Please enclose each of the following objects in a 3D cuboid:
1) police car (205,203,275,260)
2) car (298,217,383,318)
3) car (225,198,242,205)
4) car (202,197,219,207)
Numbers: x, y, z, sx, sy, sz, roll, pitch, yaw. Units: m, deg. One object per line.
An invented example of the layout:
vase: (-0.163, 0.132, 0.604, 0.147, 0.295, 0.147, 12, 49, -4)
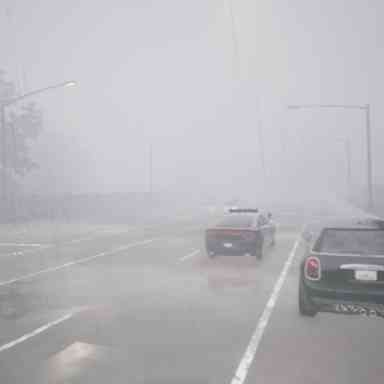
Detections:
police car: (2.044, 1.461, 12.858, 1.930, 1.638, 5.238, -1, 0, 21)
car: (3.487, 1.320, 7.207, 2.097, 1.767, 4.553, -1, 0, 21)
car: (6.884, 1.593, 55.261, 1.895, 1.301, 4.718, -1, 1, 21)
car: (3.121, 1.605, 55.218, 1.837, 1.490, 4.892, -1, 1, 21)
